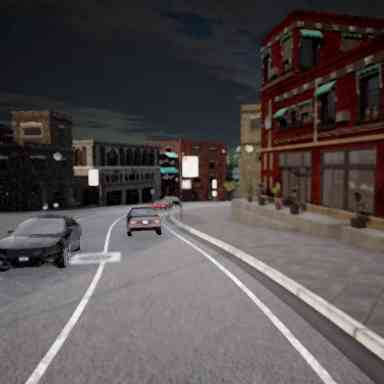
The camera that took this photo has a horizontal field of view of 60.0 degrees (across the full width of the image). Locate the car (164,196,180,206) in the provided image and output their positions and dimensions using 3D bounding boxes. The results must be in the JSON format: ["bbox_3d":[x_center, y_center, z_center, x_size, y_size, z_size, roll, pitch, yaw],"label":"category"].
[{"bbox_3d":[-3.824,1.472,54.780,2.097,1.767,4.553,2,0,24],"label":"car"}]

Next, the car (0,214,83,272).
[{"bbox_3d":[-5.006,1.562,11.481,1.882,1.535,5.008,-1,0,-10],"label":"car"}]

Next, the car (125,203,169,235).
[{"bbox_3d":[-2.831,1.580,19.147,2.033,1.411,5.357,-1,0,-11],"label":"car"}]

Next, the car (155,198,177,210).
[{"bbox_3d":[-3.709,1.742,42.894,1.895,1.301,4.718,1,0,10],"label":"car"}]
